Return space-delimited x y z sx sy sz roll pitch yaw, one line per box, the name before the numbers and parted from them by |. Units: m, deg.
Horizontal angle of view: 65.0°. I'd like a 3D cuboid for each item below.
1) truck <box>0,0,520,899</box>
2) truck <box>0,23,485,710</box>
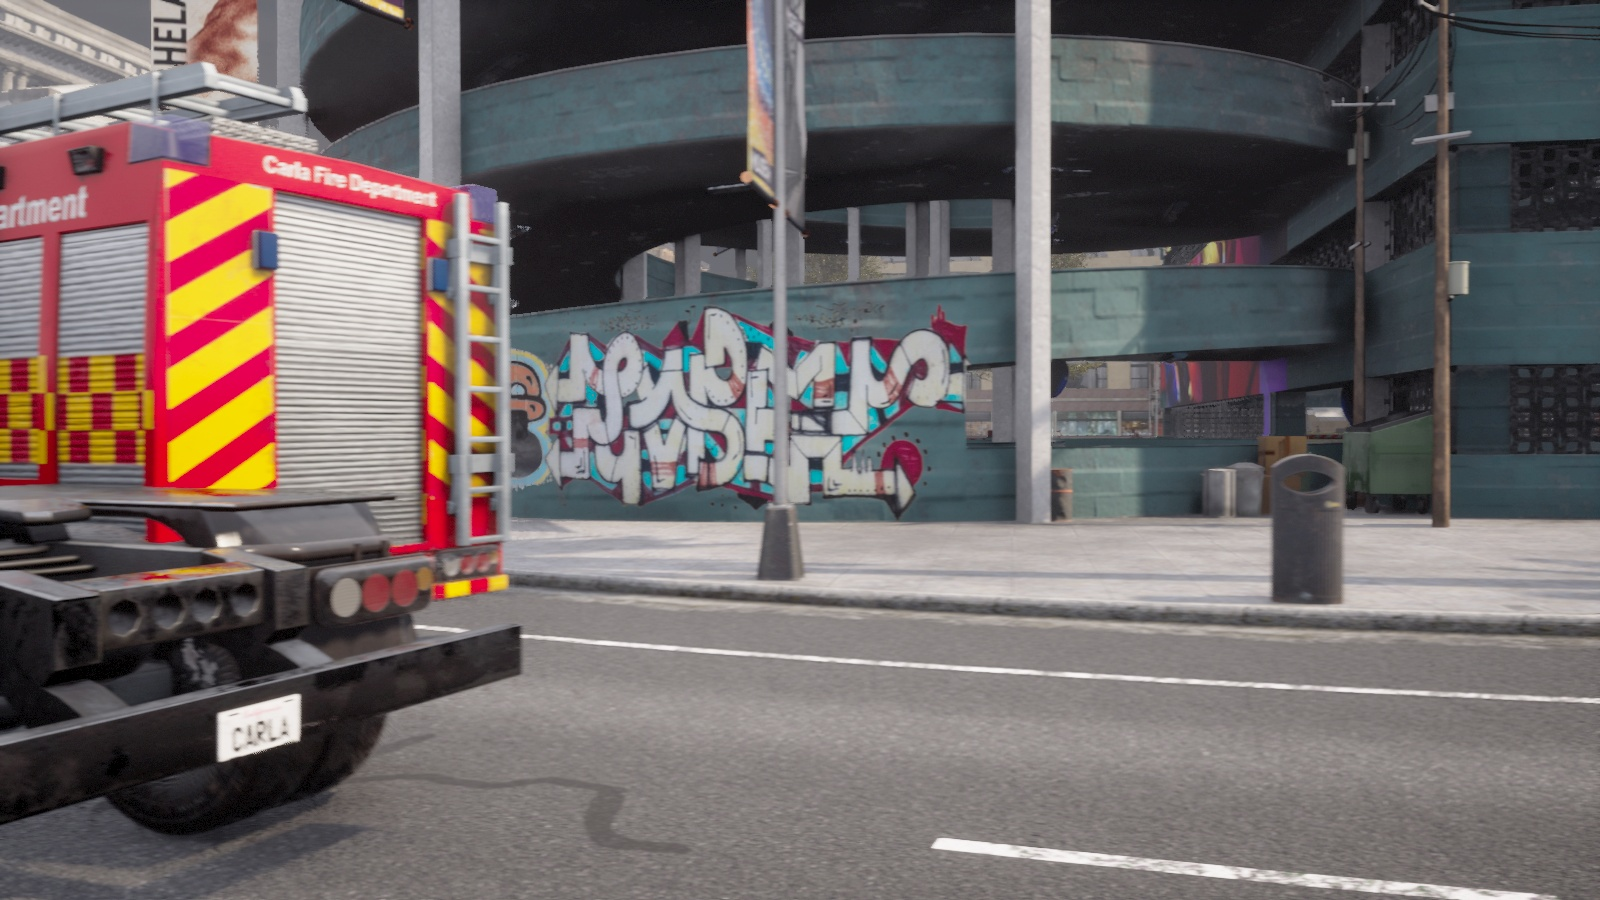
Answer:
truck | -5.339 -0.259 5.421 7.936 3.462 2.891 1 1 25
truck | -6.786 -0.522 10.351 8.468 3.827 2.891 1 1 30
